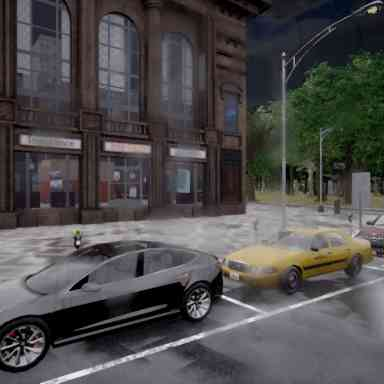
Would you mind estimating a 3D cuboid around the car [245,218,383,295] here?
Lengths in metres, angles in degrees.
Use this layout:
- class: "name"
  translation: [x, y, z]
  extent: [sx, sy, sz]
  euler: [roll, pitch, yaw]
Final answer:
- class: "car"
  translation: [2.891, 1.525, 8.715]
  extent: [4.829, 1.417, 1.752]
  euler: [0, 0, -36]

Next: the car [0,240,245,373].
- class: "car"
  translation: [-1.396, 1.566, 5.653]
  extent: [4.313, 1.339, 1.947]
  euler: [0, 0, -36]

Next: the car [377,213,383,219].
- class: "car"
  translation: [7.453, 1.441, 11.974]
  extent: [4.097, 1.590, 1.967]
  euler: [0, 0, -36]
